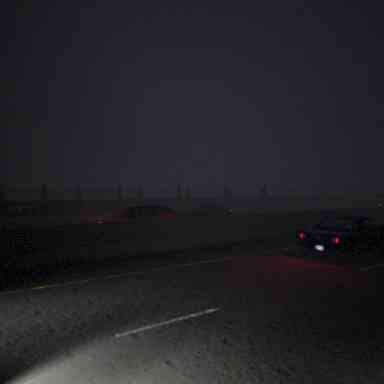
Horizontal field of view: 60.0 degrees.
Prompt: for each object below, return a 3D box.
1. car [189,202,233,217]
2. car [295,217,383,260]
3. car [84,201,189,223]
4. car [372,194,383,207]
[{"bbox_3d":[0.817,1.513,26.233,5.357,1.411,2.033,0,0,-37],"label":"car"},{"bbox_3d":[6.071,1.574,12.467,4.718,1.301,1.895,0,0,-36],"label":"car"},{"bbox_3d":[-2.702,1.338,14.997,4.553,1.767,2.097,0,0,-36],"label":"car"},{"bbox_3d":[23.100,1.133,38.626,5.566,2.045,2.150,0,0,-37],"label":"car"}]
